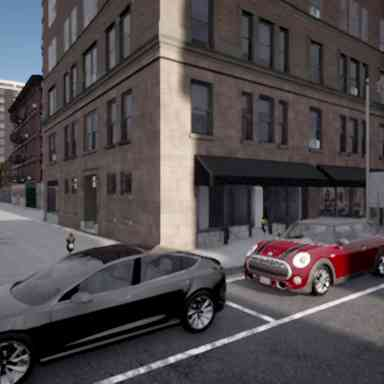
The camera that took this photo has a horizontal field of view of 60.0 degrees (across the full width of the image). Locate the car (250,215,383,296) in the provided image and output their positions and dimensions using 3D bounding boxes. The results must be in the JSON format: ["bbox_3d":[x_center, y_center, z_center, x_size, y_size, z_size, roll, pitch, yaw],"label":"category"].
[{"bbox_3d":[3.235,1.430,8.529,4.097,1.590,1.967,0,0,-36],"label":"car"}]

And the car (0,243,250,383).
[{"bbox_3d":[-1.376,1.564,5.209,4.313,1.339,1.947,0,0,-36],"label":"car"}]
